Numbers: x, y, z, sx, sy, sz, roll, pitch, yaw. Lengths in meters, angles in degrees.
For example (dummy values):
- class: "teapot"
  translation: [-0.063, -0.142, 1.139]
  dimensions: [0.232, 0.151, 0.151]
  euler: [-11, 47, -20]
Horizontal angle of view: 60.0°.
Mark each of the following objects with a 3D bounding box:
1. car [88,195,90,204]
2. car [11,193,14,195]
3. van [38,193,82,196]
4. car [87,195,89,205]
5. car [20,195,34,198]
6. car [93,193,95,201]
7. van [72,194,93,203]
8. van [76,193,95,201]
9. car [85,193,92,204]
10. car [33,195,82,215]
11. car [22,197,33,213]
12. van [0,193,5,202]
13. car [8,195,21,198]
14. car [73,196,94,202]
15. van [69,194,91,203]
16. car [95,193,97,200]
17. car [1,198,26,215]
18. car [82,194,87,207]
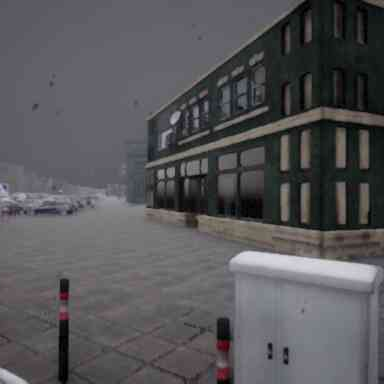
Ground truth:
- class: "car"
  translation: [-19.170, 1.659, 52.669]
  dimensions: [4.892, 1.521, 2.231]
  euler: [1, 0, -14]
- class: "car"
  translation: [-47.397, 1.457, 81.575]
  dimensions: [5.366, 1.575, 1.946]
  euler: [1, 0, -14]
- class: "van"
  translation: [-16.625, 1.456, 41.972]
  dimensions: [4.442, 1.987, 1.878]
  euler: [1, 0, -14]
- class: "car"
  translation: [-18.539, 1.665, 50.090]
  dimensions: [5.008, 1.535, 2.097]
  euler: [1, 0, -14]
- class: "car"
  translation: [-27.399, 1.626, 53.774]
  dimensions: [1.812, 1.442, 4.674]
  euler: [1, 0, -14]
- class: "car"
  translation: [-21.251, 1.385, 60.871]
  dimensions: [5.566, 2.045, 2.435]
  euler: [1, 0, -14]
- class: "van"
  translation: [-24.445, 1.393, 74.266]
  dimensions: [4.442, 1.987, 1.878]
  euler: [1, 0, -14]
- class: "van"
  translation: [-28.038, 1.401, 87.691]
  dimensions: [4.442, 1.987, 1.878]
  euler: [1, 0, -14]
- class: "car"
  translation: [-19.819, 1.399, 55.370]
  dimensions: [5.566, 2.045, 2.435]
  euler: [1, 0, -14]
- class: "car"
  translation: [-15.778, 1.554, 39.186]
  dimensions: [4.553, 1.767, 2.185]
  euler: [1, 0, -14]
- class: "car"
  translation: [-22.139, 1.755, 45.320]
  dimensions: [1.895, 1.301, 4.718]
  euler: [1, 0, -14]
- class: "van"
  translation: [-45.791, 1.228, 76.420]
  dimensions: [4.442, 1.987, 1.878]
  euler: [1, 0, -14]
- class: "car"
  translation: [-25.117, 1.604, 44.866]
  dimensions: [1.882, 1.535, 5.008]
  euler: [1, 0, -14]
- class: "car"
  translation: [-25.936, 1.648, 79.623]
  dimensions: [4.792, 1.488, 2.163]
  euler: [1, 0, -14]
- class: "van"
  translation: [-23.999, 1.392, 71.515]
  dimensions: [4.442, 1.987, 1.878]
  euler: [1, 0, -14]
- class: "car"
  translation: [-23.185, 1.371, 68.852]
  dimensions: [5.566, 2.045, 2.435]
  euler: [1, 0, -14]
- class: "car"
  translation: [-19.619, 1.698, 35.192]
  dimensions: [2.033, 1.411, 5.357]
  euler: [1, 0, -14]
- class: "car"
  translation: [-17.799, 1.548, 47.282]
  dimensions: [4.553, 1.767, 2.185]
  euler: [1, 0, -14]
